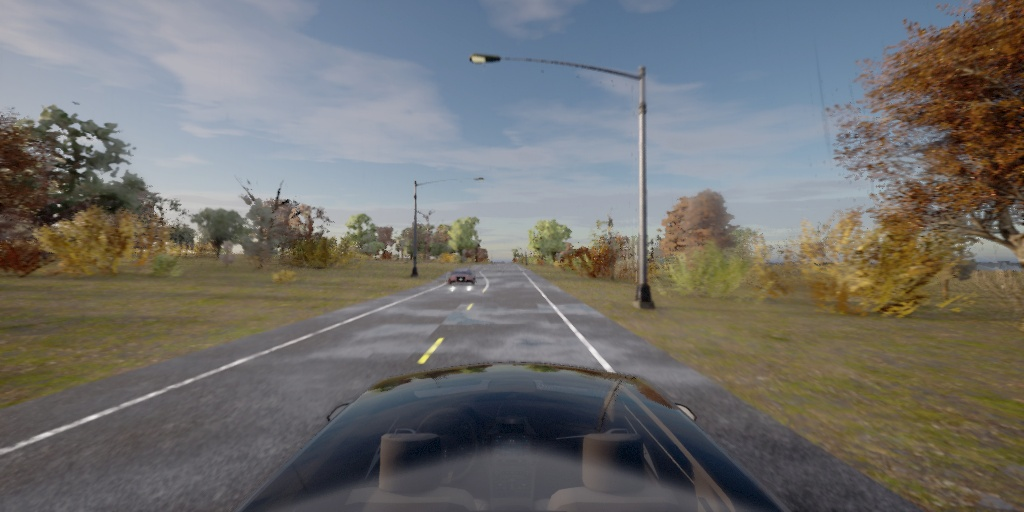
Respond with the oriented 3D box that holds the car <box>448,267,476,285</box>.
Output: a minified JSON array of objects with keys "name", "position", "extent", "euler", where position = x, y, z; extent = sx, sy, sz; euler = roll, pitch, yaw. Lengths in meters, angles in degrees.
[{"name":"car","position":[-3.886,1.559,28.487],"extent":[1.994,1.385,4.181],"euler":[0,-1,-3]}]
